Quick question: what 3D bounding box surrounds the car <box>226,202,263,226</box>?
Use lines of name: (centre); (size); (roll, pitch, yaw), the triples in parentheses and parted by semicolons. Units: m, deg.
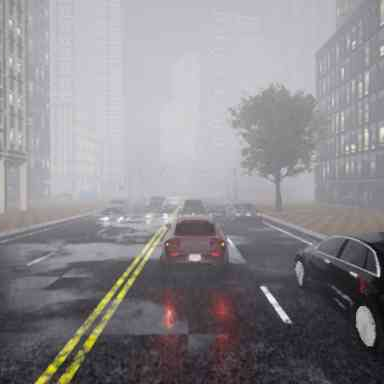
car: (3.323, 1.366, 21.957); (2.033, 1.411, 5.357); (0, 1, 0)

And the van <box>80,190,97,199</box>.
van: (-22.631, 0.553, 72.202); (3.998, 1.788, 1.690); (0, 1, 1)

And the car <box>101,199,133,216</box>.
car: (-6.593, 1.297, 29.913); (2.033, 1.411, 5.357); (0, 0, 0)

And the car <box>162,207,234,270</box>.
car: (0.095, 1.440, 10.563); (1.812, 1.442, 4.674); (0, 1, 0)

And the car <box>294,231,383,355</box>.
car: (3.311, 1.457, 5.973); (1.837, 1.490, 4.892); (0, 1, 0)

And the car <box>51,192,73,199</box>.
car: (-28.170, 0.731, 72.253); (4.507, 1.381, 1.887); (0, 1, 1)

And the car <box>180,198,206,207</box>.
car: (0.095, 1.281, 26.852); (1.837, 1.490, 4.892); (0, 1, 0)

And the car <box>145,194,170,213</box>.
car: (-3.338, 1.075, 32.742); (2.097, 1.767, 4.553); (0, 1, 0)
